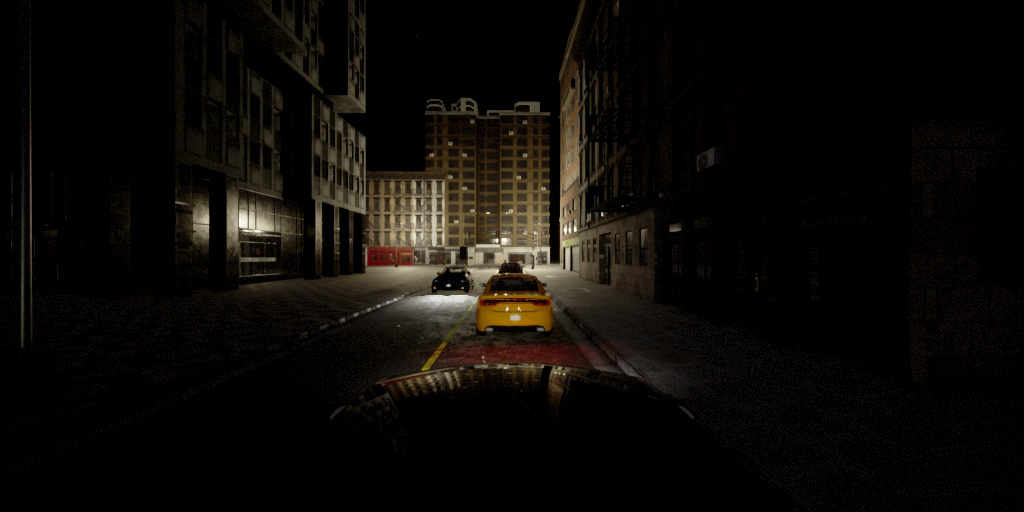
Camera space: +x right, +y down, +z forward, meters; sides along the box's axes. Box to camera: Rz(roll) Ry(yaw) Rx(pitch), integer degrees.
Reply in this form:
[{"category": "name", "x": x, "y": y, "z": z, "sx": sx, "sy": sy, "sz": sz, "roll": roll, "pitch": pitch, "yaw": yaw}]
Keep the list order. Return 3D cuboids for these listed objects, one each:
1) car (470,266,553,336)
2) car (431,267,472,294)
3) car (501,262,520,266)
[{"category": "car", "x": 0.041, "y": 1.226, "z": 10.478, "sx": 1.882, "sy": 1.535, "sz": 5.008, "roll": 0, "pitch": 0, "yaw": -1}, {"category": "car", "x": -3.235, "y": 1.307, "z": 20.218, "sx": 1.994, "sy": 1.385, "sz": 4.181, "roll": 0, "pitch": 0, "yaw": 0}, {"category": "car", "x": -0.096, "y": 1.213, "z": 28.315, "sx": 1.882, "sy": 1.535, "sz": 5.008, "roll": 0, "pitch": 0, "yaw": 0}]
